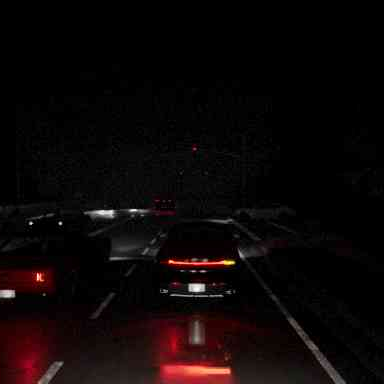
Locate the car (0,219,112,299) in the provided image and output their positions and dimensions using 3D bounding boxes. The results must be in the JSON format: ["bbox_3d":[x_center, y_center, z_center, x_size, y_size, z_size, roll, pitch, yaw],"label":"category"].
[{"bbox_3d":[-3.420,1.601,8.394,1.895,1.301,4.718,0,0,0],"label":"car"}]

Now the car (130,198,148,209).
[{"bbox_3d":[-7.093,1.564,44.883,1.994,1.385,4.181,0,0,1],"label":"car"}]

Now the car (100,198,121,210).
[{"bbox_3d":[-10.599,1.493,43.285,2.128,1.511,4.902,0,0,0],"label":"car"}]

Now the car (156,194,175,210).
[{"bbox_3d":[-3.435,1.222,43.210,2.150,2.045,5.566,0,0,0],"label":"car"}]

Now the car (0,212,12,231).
[{"bbox_3d":[-10.600,1.525,16.123,1.812,1.442,4.674,0,0,0],"label":"car"}]

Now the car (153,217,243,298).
[{"bbox_3d":[0.188,1.505,8.508,1.837,1.490,4.892,0,0,2],"label":"car"}]

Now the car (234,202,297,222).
[{"bbox_3d":[5.548,1.492,25.320,4.674,1.442,1.812,0,0,10],"label":"car"}]

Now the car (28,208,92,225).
[{"bbox_3d":[-7.115,1.601,18.311,1.895,1.301,4.718,0,0,0],"label":"car"}]
